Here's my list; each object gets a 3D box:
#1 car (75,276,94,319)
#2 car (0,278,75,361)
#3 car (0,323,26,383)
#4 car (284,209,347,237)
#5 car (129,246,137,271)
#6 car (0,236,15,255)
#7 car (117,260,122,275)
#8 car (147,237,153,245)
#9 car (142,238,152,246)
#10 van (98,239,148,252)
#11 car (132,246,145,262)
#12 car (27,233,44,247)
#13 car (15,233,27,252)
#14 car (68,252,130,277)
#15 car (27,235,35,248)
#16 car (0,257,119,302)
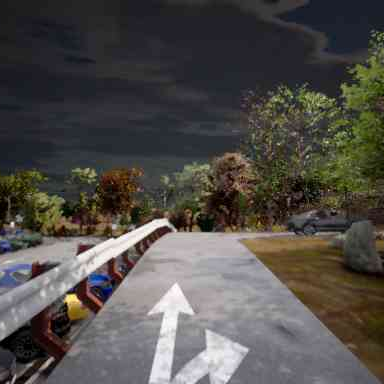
[{"bbox_3d":[-7.060,4.717,13.797,5.366,1.575,1.946,2,-4,-20],"label":"car"},{"bbox_3d":[-6.902,4.258,10.860,5.566,2.045,2.435,2,-4,-20],"label":"car"},{"bbox_3d":[-6.873,4.292,7.843,4.892,1.521,2.231,2,-5,-20],"label":"car"},{"bbox_3d":[7.904,1.788,19.464,4.892,1.490,1.837,0,-6,-2],"label":"car"},{"bbox_3d":[-6.977,5.474,25.929,4.553,1.767,2.185,2,-5,-20],"label":"car"},{"bbox_3d":[-23.923,6.232,38.172,5.566,2.045,2.435,1,-5,-20],"label":"car"},{"bbox_3d":[-6.944,5.192,19.880,4.792,1.488,2.163,2,-4,-20],"label":"car"},{"bbox_3d":[-7.013,6.218,37.976,5.566,2.045,2.435,2,-4,-20],"label":"car"},{"bbox_3d":[-6.947,6.128,34.977,4.553,1.767,2.185,2,-4,-20],"label":"car"},{"bbox_3d":[-6.857,5.815,32.009,4.442,1.987,1.878,2,-5,-20],"label":"van"},{"bbox_3d":[-6.947,5.819,28.933,4.892,1.521,2.231,2,-4,-20],"label":"car"},{"bbox_3d":[-24.007,6.868,46.992,5.566,2.045,2.435,1,-4,-20],"label":"car"},{"bbox_3d":[-23.935,6.445,41.123,5.566,2.045,2.435,1,-5,-20],"label":"car"},{"bbox_3d":[-6.955,5.256,22.908,4.553,1.767,2.185,2,-5,-20],"label":"car"},{"bbox_3d":[-23.952,6.938,44.062,4.792,1.488,2.163,1,-5,-20],"label":"car"},{"bbox_3d":[-6.870,4.696,16.907,5.566,2.045,2.435,2,-5,-20],"label":"car"}]
